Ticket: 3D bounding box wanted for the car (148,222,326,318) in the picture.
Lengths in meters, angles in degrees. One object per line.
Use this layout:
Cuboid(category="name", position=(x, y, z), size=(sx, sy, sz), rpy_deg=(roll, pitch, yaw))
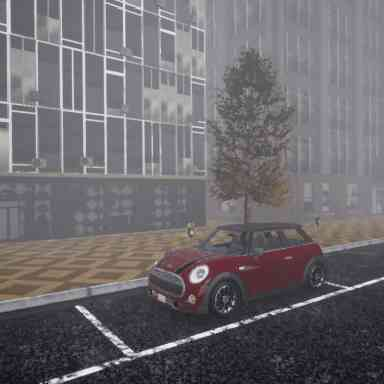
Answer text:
Cuboid(category="car", position=(1.059, 1.439, 7.323), size=(4.097, 1.590, 1.967), rpy_deg=(0, -1, -35))
